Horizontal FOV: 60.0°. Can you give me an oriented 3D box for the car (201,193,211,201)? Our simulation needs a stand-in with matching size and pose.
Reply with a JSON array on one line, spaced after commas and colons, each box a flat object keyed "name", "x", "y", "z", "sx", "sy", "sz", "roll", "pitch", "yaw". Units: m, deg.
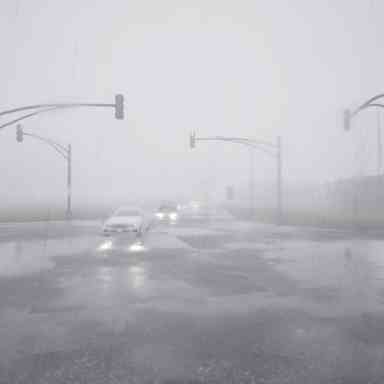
[{"name": "car", "x": 3.411, "y": 1.191, "z": 79.138, "sx": 2.150, "sy": 2.045, "sz": 5.566, "roll": 0, "pitch": 0, "yaw": 5}]

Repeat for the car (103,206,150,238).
[{"name": "car", "x": -3.385, "y": 1.527, "z": 17.993, "sx": 1.812, "sy": 1.442, "sz": 4.674, "roll": 0, "pitch": 0, "yaw": 1}]

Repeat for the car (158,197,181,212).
[{"name": "car", "x": -2.759, "y": 1.599, "z": 38.671, "sx": 1.895, "sy": 1.301, "sz": 4.718, "roll": 0, "pitch": 0, "yaw": 3}]

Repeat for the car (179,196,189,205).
[{"name": "car", "x": -1.665, "y": 1.477, "z": 58.911, "sx": 2.128, "sy": 1.511, "sz": 4.902, "roll": 0, "pitch": 0, "yaw": 4}]
